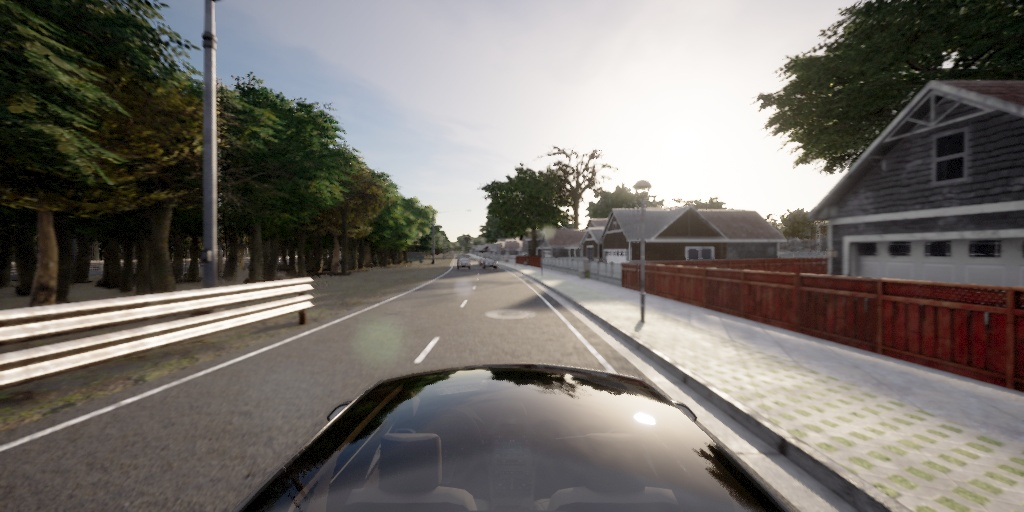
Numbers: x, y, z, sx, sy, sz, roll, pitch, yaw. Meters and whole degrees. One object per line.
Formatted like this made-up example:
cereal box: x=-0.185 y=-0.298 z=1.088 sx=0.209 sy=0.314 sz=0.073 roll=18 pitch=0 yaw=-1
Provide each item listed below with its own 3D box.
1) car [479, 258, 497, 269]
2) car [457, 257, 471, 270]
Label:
car: x=-3.048 y=1.071 z=49.094 sx=2.033 sy=1.411 sz=5.357 roll=0 pitch=1 yaw=-8
car: x=-6.508 y=1.085 z=48.548 sx=2.033 sy=1.411 sz=5.357 roll=0 pitch=1 yaw=-8
